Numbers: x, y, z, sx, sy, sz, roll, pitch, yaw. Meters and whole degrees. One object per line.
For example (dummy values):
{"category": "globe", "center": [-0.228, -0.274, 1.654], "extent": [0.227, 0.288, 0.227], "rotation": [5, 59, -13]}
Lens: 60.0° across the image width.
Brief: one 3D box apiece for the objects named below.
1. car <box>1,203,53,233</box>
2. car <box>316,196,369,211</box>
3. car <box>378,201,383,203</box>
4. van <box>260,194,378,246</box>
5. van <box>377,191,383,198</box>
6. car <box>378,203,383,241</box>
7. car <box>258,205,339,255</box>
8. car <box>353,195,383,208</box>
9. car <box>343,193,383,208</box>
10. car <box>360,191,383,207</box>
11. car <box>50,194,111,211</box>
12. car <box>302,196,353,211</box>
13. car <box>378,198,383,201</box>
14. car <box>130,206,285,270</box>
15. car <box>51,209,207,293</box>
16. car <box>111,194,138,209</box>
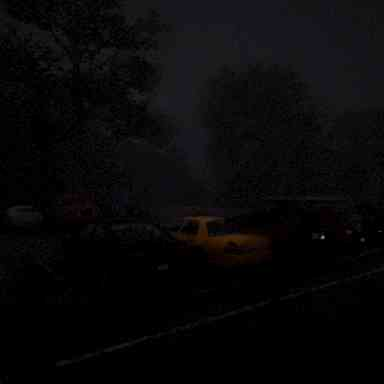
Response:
{"category": "car", "center": [-9.914, 1.487, 19.461], "extent": [2.002, 1.452, 4.674], "rotation": [-1, 0, -36]}
{"category": "car", "center": [17.496, 1.234, 38.840], "extent": [1.946, 1.575, 5.366], "rotation": [0, 0, -36]}
{"category": "car", "center": [9.377, 1.384, 17.145], "extent": [2.163, 1.488, 4.792], "rotation": [0, 0, -36]}
{"category": "van", "center": [4.866, 1.163, 13.811], "extent": [1.878, 1.987, 4.442], "rotation": [0, 0, -36]}
{"category": "van", "center": [13.987, 1.094, 20.334], "extent": [1.878, 1.987, 4.442], "rotation": [0, 0, -36]}
{"category": "car", "center": [7.097, 1.401, 15.514], "extent": [2.163, 1.488, 4.792], "rotation": [0, 0, -36]}
{"category": "car", "center": [2.503, 1.436, 12.300], "extent": [2.163, 1.488, 4.792], "rotation": [0, 0, -36]}
{"category": "car", "center": [24.179, 1.215, 43.811], "extent": [2.163, 1.488, 4.792], "rotation": [0, 0, -36]}
{"category": "car", "center": [21.885, 1.077, 42.244], "extent": [2.185, 1.767, 4.553], "rotation": [0, 0, -36]}
{"category": "car", "center": [26.402, 0.917, 45.471], "extent": [2.435, 2.045, 5.566], "rotation": [0, 0, -36]}
{"category": "car", "center": [-7.536, 1.176, 21.130], "extent": [2.435, 2.045, 5.566], "rotation": [0, 0, -36]}
{"category": "car", "center": [15.127, 1.255, 37.380], "extent": [2.231, 1.521, 4.892], "rotation": [0, 0, -36]}
{"category": "car", "center": [11.643, 1.337, 18.795], "extent": [2.097, 1.535, 5.008], "rotation": [0, 0, -36]}
{"category": "car", "center": [0.131, 1.421, 10.797], "extent": [1.946, 1.575, 5.366], "rotation": [0, 0, -36]}
{"category": "car", "center": [-2.035, 1.442, 9.013], "extent": [2.097, 1.535, 5.008], "rotation": [0, 0, -36]}
{"category": "car", "center": [-5.371, 1.159, 22.679], "extent": [2.435, 2.045, 5.566], "rotation": [0, 0, -36]}
